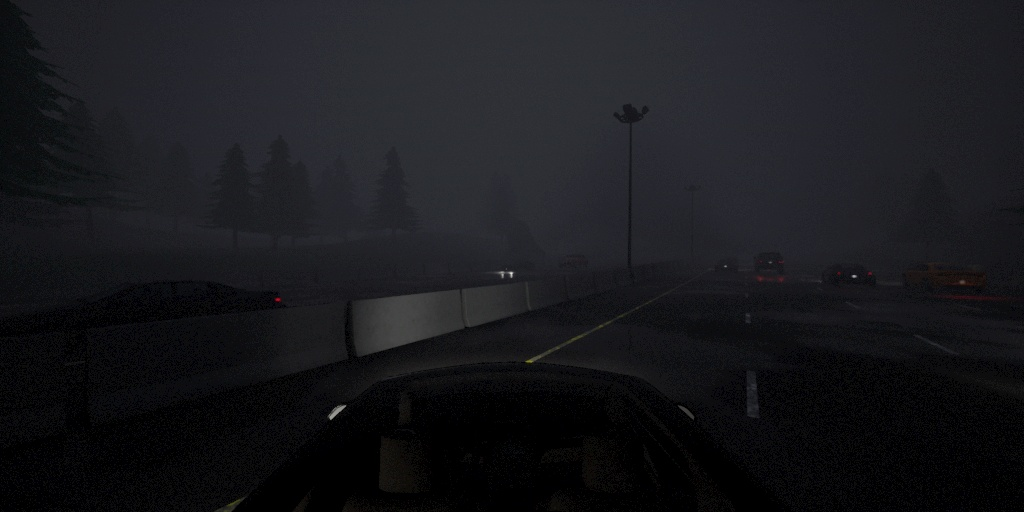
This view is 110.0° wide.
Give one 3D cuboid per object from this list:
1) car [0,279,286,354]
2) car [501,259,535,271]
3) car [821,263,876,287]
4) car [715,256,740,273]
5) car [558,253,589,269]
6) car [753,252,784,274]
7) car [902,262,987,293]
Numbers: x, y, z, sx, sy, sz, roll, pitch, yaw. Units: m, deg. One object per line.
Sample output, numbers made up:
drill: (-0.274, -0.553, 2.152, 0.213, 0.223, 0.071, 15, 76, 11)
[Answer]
car: (-8.822, 1.291, 8.924, 2.033, 1.411, 5.357, 0, 0, 33)
car: (0.813, 1.032, 42.897, 2.033, 1.411, 5.357, 0, 1, 33)
car: (21.261, 1.147, 22.784, 1.994, 1.385, 4.181, 0, 1, 33)
car: (22.121, 0.953, 36.978, 1.994, 1.385, 4.181, 0, 1, 33)
car: (6.722, 0.460, 39.144, 2.097, 1.767, 4.553, 0, 1, 33)
car: (24.683, 0.625, 34.491, 2.150, 2.045, 5.566, 0, 1, 33)
car: (23.369, 1.081, 19.601, 1.882, 1.535, 5.008, 0, 1, 33)
